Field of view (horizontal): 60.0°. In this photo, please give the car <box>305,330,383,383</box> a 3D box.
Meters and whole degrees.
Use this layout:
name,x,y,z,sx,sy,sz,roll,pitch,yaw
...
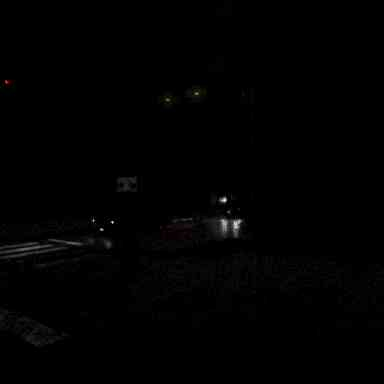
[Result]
name,x,y,z,sx,sy,sz,roll,pitch,yaw
car,2.757,1.316,0.841,5.009,1.841,2.192,0,0,35

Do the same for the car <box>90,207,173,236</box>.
name,x,y,z,sx,sy,sz,roll,pitch,yaw
car,-3.168,1.529,18.159,1.895,1.301,4.718,0,0,35

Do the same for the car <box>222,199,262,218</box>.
name,x,y,z,sx,sy,sz,roll,pitch,yaw
car,4.377,1.364,28.780,2.128,1.511,4.902,0,0,35
